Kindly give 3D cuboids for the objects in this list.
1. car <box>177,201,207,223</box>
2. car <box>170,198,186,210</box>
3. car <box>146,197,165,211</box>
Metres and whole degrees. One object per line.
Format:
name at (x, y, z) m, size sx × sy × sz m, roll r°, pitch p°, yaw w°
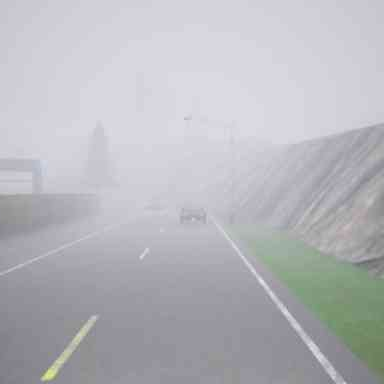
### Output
car at (0.087, 1.615, 25.174) m, size 1.895 × 1.301 × 4.718 m, roll 0°, pitch 0°, yaw 0°
car at (-1.673, 1.551, 44.021) m, size 1.812 × 1.442 × 4.674 m, roll 0°, pitch 0°, yaw -14°
car at (-4.499, 1.375, 40.279) m, size 2.097 × 1.767 × 4.553 m, roll 0°, pitch 0°, yaw -10°
